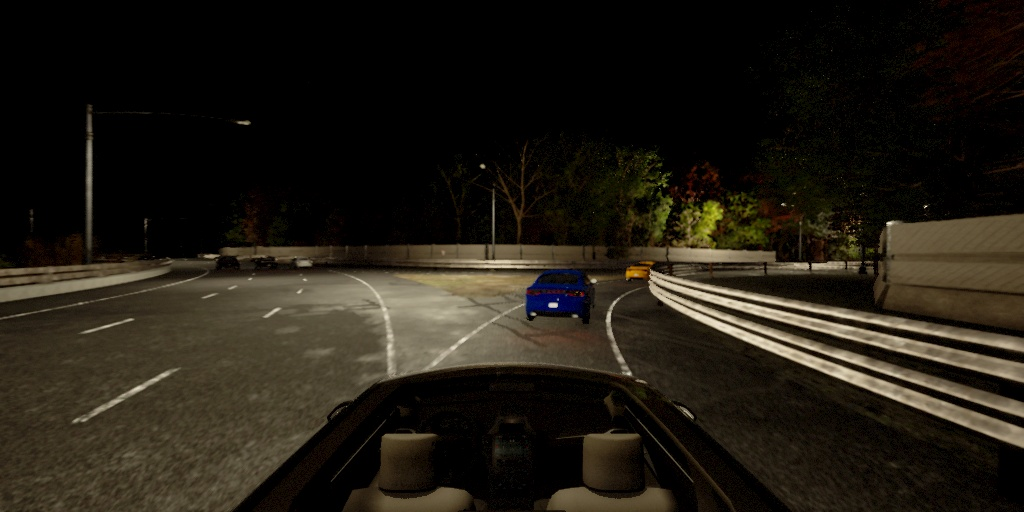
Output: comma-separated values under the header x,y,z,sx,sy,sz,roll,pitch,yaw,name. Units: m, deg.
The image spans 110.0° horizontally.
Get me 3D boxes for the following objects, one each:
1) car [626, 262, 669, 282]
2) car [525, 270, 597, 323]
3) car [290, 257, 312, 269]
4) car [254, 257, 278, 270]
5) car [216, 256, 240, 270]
x,y,z,sx,sy,sz,roll,pitch,yaw,name
10.589,1.205,27.718,1.882,1.535,5.008,0,0,41,car
1.796,1.197,12.221,1.882,1.535,5.008,0,0,16,car
-25.943,0.867,44.088,1.812,1.442,4.674,0,0,-41,car
-28.863,0.817,42.117,2.128,1.511,4.902,0,0,-41,car
-32.046,0.783,40.455,1.882,1.535,5.008,0,0,-42,car
